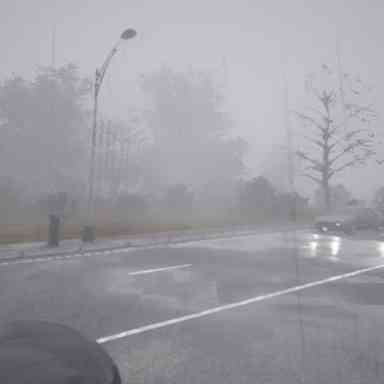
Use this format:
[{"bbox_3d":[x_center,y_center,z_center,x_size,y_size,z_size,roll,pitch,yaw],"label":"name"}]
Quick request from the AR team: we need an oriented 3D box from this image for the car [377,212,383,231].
[{"bbox_3d":[11.223,1.541,16.193,4.674,1.442,1.812,0,0,-35],"label":"car"}]

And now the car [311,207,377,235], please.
[{"bbox_3d":[9.148,1.562,19.011,5.357,1.411,2.033,0,0,-35],"label":"car"}]

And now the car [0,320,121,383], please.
[{"bbox_3d":[-2.774,1.505,1.768,4.892,1.490,1.837,-1,0,-36],"label":"car"}]
